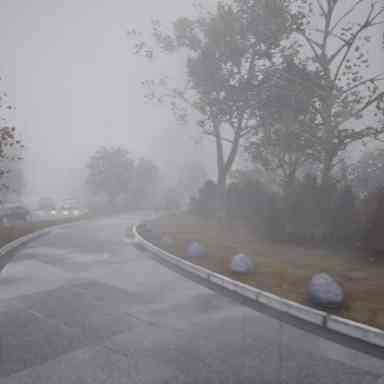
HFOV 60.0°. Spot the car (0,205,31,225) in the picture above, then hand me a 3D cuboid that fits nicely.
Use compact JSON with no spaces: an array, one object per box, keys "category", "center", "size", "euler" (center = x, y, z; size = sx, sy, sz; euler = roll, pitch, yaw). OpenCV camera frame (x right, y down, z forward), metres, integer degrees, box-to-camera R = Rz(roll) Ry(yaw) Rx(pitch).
[{"category":"car","center":[-14.973,1.801,26.939],"size":[1.837,1.490,4.892],"euler":[0,-1,4]}]

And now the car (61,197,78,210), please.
[{"category":"car","center":[-19.593,1.770,53.025],"size":[2.150,2.045,5.566],"euler":[0,0,-26]}]

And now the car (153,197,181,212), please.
[{"category":"car","center":[-3.363,1.624,44.943],"size":[2.150,2.045,5.566],"euler":[0,0,19]}]

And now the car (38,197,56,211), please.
[{"category":"car","center":[-22.662,1.775,51.937],"size":[2.150,2.045,5.566],"euler":[0,0,-27]}]

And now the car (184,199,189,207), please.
[{"category":"car","center":[0.328,1.791,55.261],"size":[2.128,1.511,4.902],"euler":[0,0,21]}]
